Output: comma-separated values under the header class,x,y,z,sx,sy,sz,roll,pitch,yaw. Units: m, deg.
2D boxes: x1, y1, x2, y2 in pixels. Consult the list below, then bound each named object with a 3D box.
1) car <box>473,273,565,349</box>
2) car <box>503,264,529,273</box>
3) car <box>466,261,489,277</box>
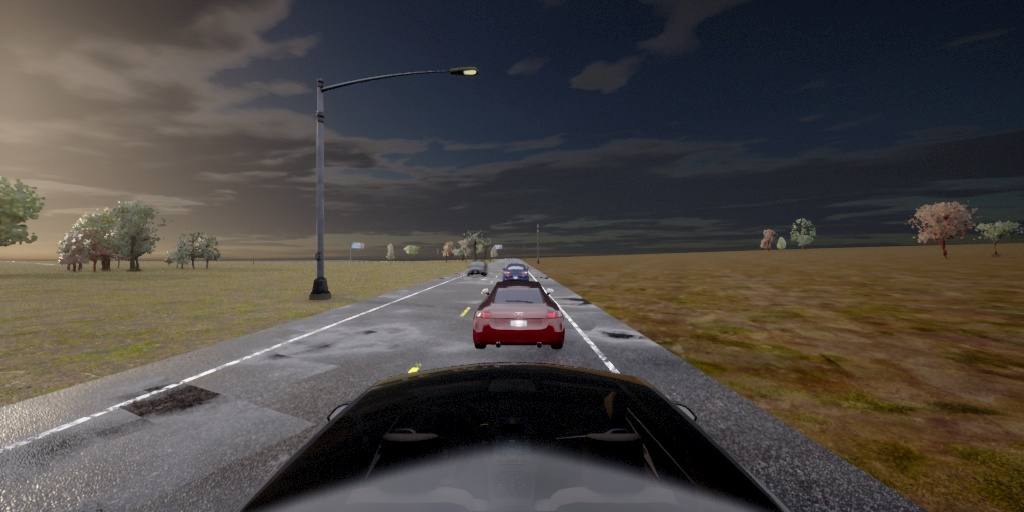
class,x,y,z,sx,sy,sz,roll,pitch,yaw
car,0.155,1.316,9.169,1.994,1.385,4.181,0,0,1
car,0.292,1.281,26.460,1.812,1.442,4.674,0,0,1
car,-3.342,1.261,35.347,1.837,1.490,4.892,0,0,0
